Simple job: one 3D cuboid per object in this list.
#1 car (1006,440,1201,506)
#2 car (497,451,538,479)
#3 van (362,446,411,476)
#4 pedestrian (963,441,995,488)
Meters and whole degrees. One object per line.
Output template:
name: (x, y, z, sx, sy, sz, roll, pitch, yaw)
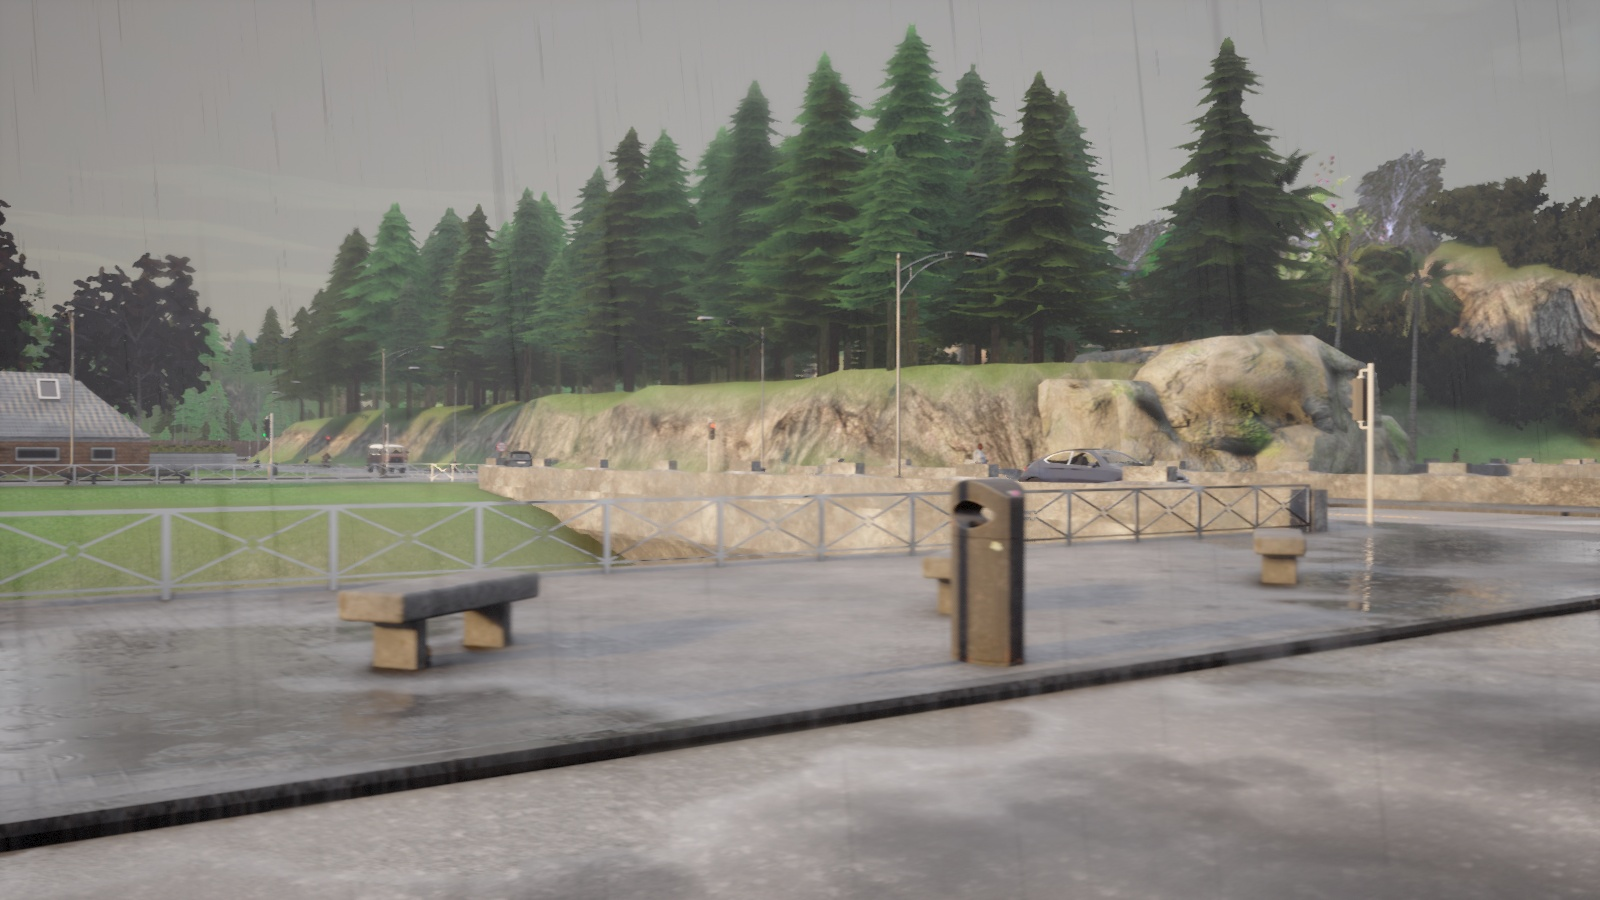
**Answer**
car: (8.207, 0.591, 34.455, 2.152, 1.651, 5.027, 0, 0, -35)
car: (-17.553, 0.903, 77.834, 2.033, 1.649, 4.856, 0, 0, -18)
van: (-28.953, 0.745, 87.886, 2.069, 2.038, 4.480, 0, 0, -35)
pedestrian: (7.092, 0.562, 49.746, 0.874, 1.855, 0.900, 0, 0, -34)
